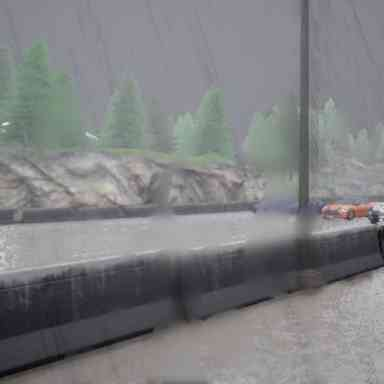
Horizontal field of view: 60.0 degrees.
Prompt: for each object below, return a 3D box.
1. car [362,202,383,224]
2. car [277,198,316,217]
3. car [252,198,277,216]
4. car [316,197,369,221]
[{"bbox_3d":[13.824,1.455,22.441,4.718,1.301,1.895,-1,0,-35],"label":"car"},{"bbox_3d":[9.803,1.331,28.170,5.008,1.535,1.882,-1,0,-35],"label":"car"},{"bbox_3d":[7.768,1.331,31.017,5.008,1.535,1.882,-1,0,-35],"label":"car"},{"bbox_3d":[11.928,1.204,25.386,4.553,1.767,2.097,-1,0,-35],"label":"car"}]
